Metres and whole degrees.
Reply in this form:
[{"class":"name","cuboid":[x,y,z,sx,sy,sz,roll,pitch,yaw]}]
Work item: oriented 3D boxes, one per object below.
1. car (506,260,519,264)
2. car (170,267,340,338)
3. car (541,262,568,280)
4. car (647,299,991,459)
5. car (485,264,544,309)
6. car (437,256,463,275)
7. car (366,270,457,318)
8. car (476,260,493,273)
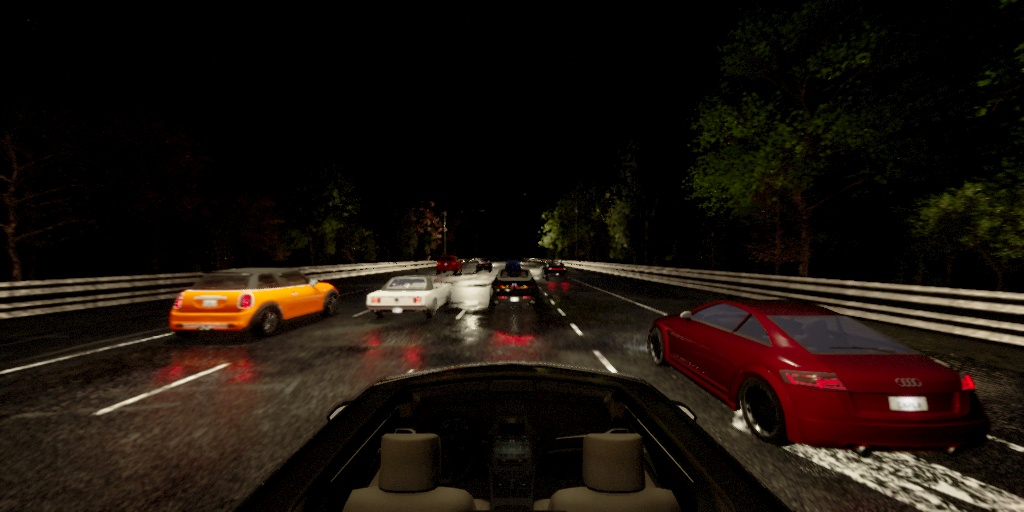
[{"class":"car","cuboid":[0.108,1.273,48.025,1.882,1.535,5.008,0,0,0]},{"class":"car","cuboid":[-6.927,1.101,10.367,2.097,1.767,4.553,0,0,0]},{"class":"car","cuboid":[3.605,1.256,30.871,2.128,1.511,4.902,0,0,0]},{"class":"car","cuboid":[3.601,1.311,5.264,1.994,1.385,4.181,0,0,0]},{"class":"car","cuboid":[0.091,1.253,14.760,1.837,1.490,4.892,0,0,0]},{"class":"car","cuboid":[-6.894,1.000,39.937,2.150,2.045,5.566,0,0,0]},{"class":"car","cuboid":[-3.415,1.349,12.944,1.895,1.301,4.718,0,0,0]},{"class":"car","cuboid":[-3.393,1.280,44.567,2.128,1.511,4.902,0,0,0]}]
